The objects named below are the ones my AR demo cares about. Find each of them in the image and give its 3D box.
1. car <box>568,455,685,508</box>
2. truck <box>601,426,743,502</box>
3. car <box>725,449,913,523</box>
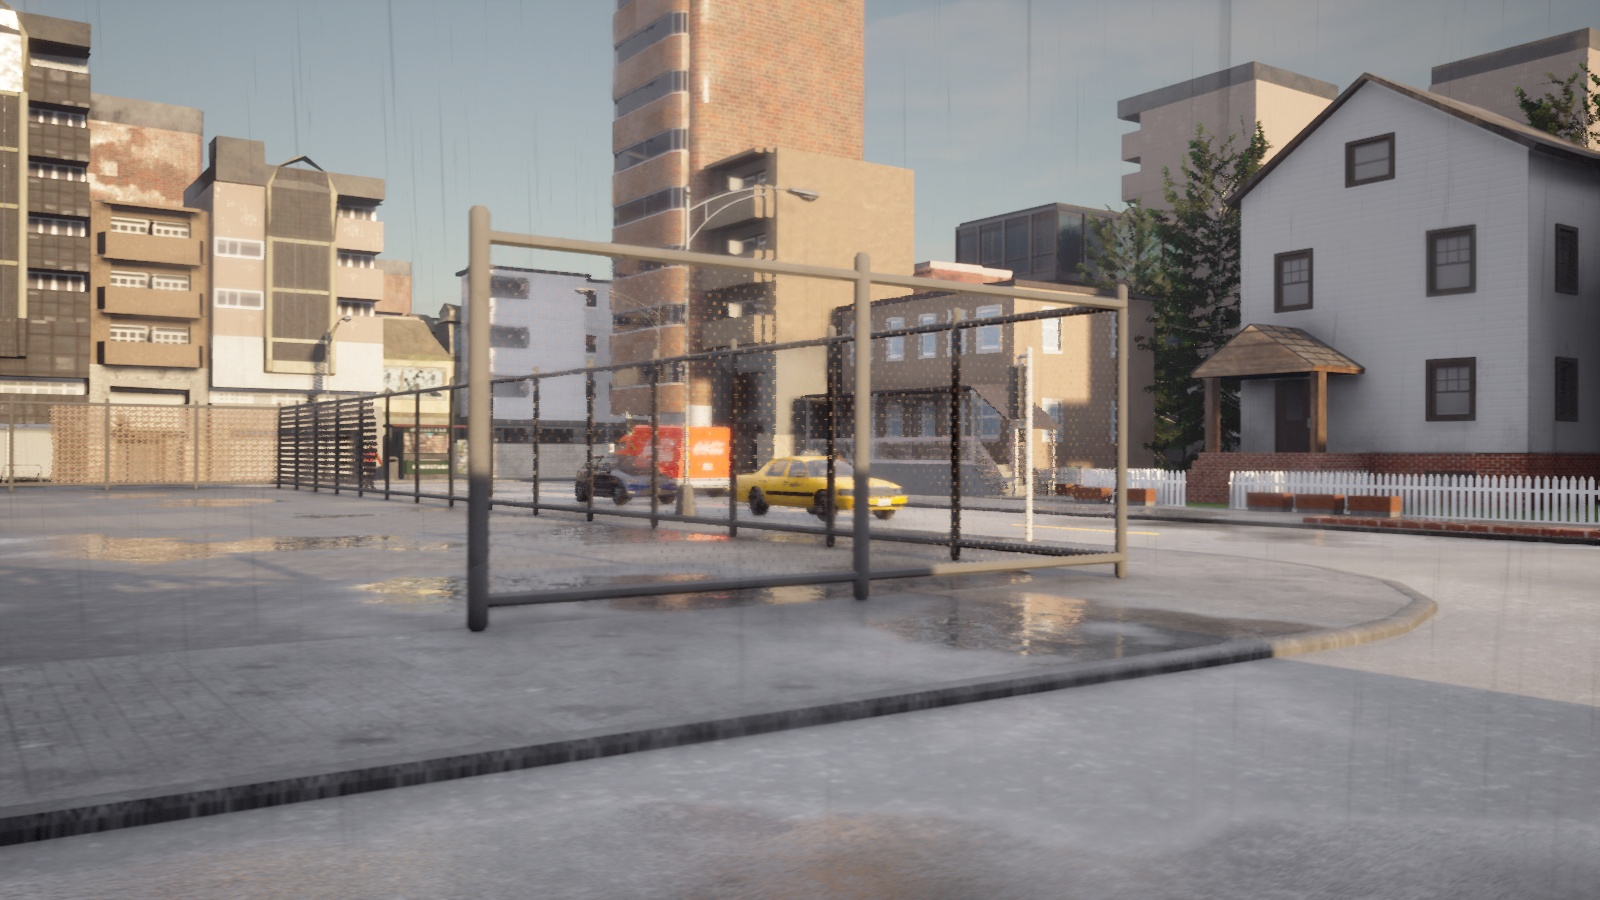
[{"bbox_3d":[-5.239,0.888,37.519,1.816,1.474,4.193,0,0,-33],"label":"car"},{"bbox_3d":[-4.502,0.420,43.462,2.627,2.467,5.204,0,1,-36],"label":"truck"},{"bbox_3d":[0.311,0.782,29.552,1.801,1.575,5.366,0,0,-32],"label":"car"}]
